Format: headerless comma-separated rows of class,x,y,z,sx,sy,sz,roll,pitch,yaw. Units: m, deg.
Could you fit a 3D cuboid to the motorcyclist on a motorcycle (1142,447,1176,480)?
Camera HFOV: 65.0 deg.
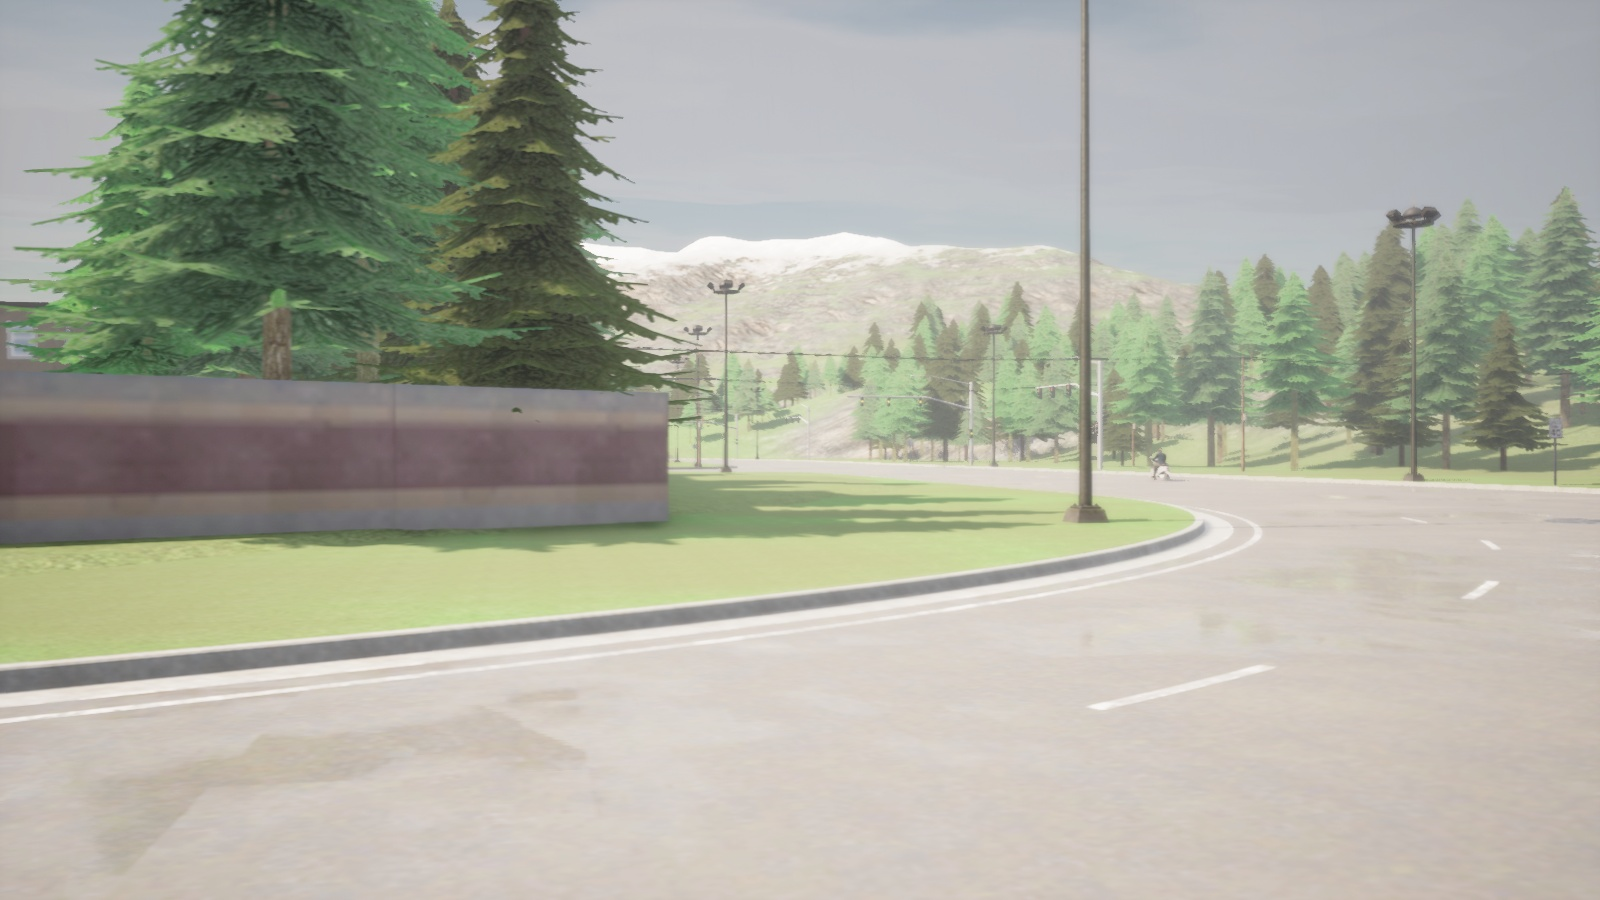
motorcyclist on a motorcycle,17.722,0.661,61.989,0.866,1.590,1.817,0,-1,-11
